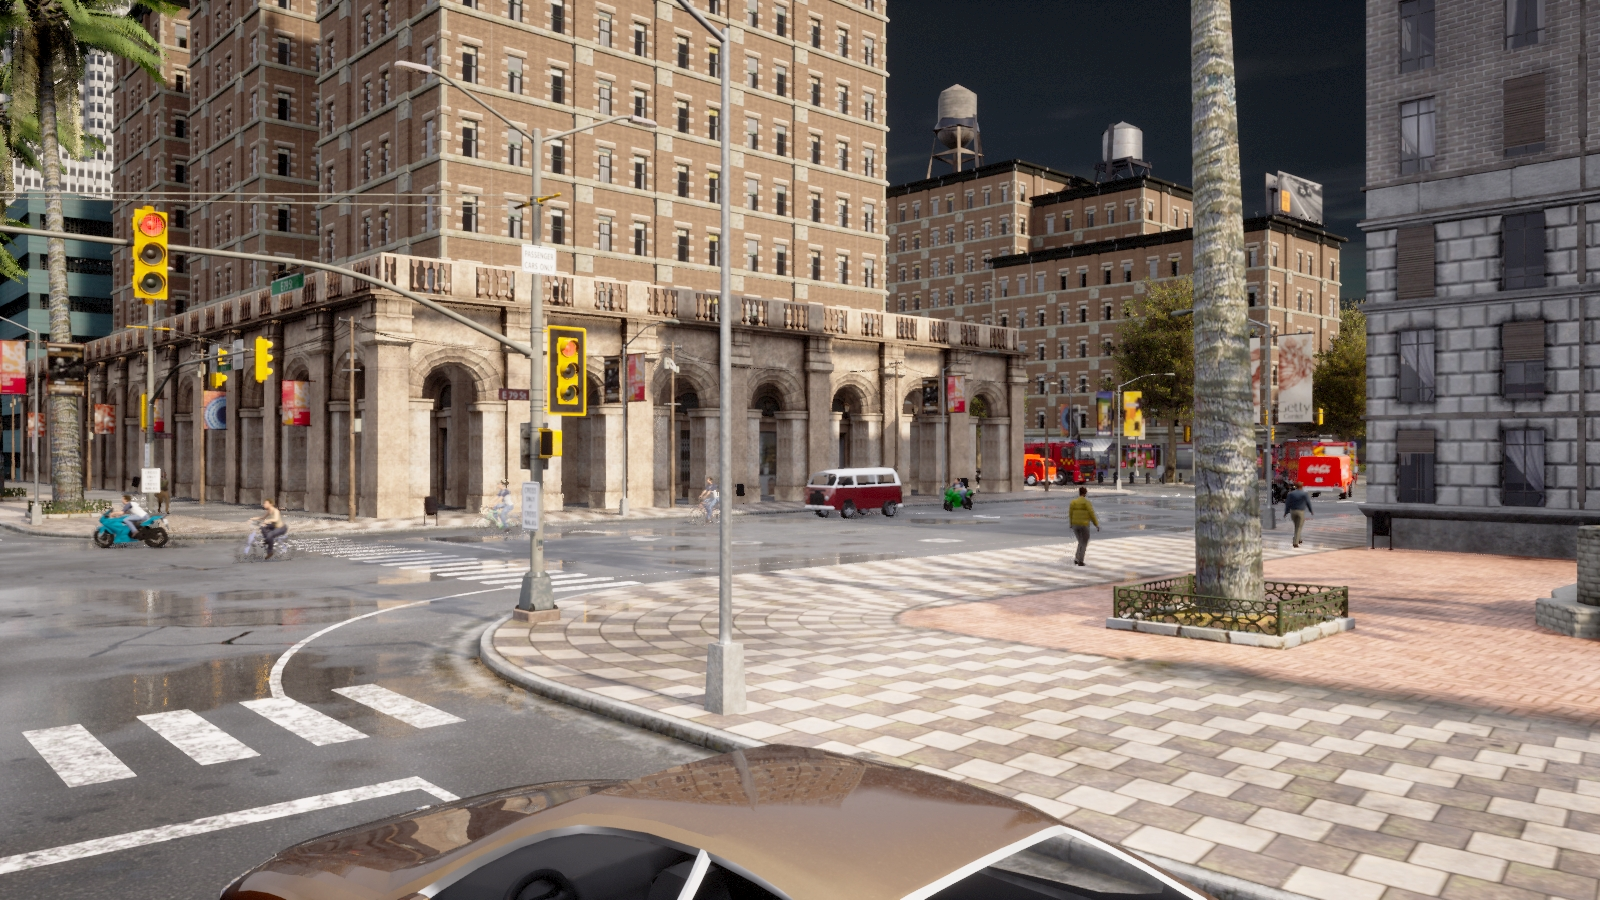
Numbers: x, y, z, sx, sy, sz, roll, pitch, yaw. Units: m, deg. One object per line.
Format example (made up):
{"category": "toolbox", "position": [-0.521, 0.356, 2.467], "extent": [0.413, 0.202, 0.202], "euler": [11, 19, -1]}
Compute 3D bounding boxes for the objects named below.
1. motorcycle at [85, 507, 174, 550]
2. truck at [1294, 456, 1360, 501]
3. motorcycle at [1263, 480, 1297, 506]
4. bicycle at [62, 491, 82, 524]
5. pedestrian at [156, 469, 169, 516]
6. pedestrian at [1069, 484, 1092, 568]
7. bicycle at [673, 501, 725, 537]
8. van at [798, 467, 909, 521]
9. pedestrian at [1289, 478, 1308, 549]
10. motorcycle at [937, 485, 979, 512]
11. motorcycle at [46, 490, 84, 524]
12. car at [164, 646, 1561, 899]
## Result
{"category": "motorcycle", "position": [-18.981, 2.213, 32.384], "extent": [2.033, 1.145, 0.803], "euler": [0, -1, -8]}
{"category": "truck", "position": [30.539, 1.567, 66.111], "extent": [2.627, 2.467, 5.204], "euler": [0, 0, 35]}
{"category": "motorcycle", "position": [24.857, 2.205, 59.121], "extent": [0.867, 1.251, 2.209], "euler": [0, 0, 45]}
{"category": "bicycle", "position": [-28.285, 2.206, 44.372], "extent": [0.373, 1.196, 1.643], "euler": [0, 0, -42]}
{"category": "pedestrian", "position": [-25.593, 1.697, 45.863], "extent": [0.375, 1.860, 0.375], "euler": [0, 0, 41]}
{"category": "pedestrian", "position": [6.296, 1.696, 25.632], "extent": [0.375, 1.860, 0.375], "euler": [0, 0, 42]}
{"category": "bicycle", "position": [-3.324, 2.256, 37.599], "extent": [0.859, 1.080, 1.487], "euler": [1, 1, 42]}
{"category": "van", "position": [2.267, 1.781, 47.642], "extent": [4.480, 2.038, 2.069], "euler": [0, 0, -43]}
{"category": "pedestrian", "position": [13.349, 1.696, 30.605], "extent": [0.375, 1.860, 0.375], "euler": [0, 0, 41]}
{"category": "motorcycle", "position": [7.222, 2.212, 52.153], "extent": [2.033, 1.145, 0.803], "euler": [-1, 0, -43]}
{"category": "motorcycle", "position": [-28.682, 2.205, 44.576], "extent": [0.867, 1.251, 2.209], "euler": [0, 0, -42]}
{"category": "car", "position": [-0.308, 1.992, 4.309], "extent": [5.027, 1.651, 2.152], "euler": [0, 0, 42]}
